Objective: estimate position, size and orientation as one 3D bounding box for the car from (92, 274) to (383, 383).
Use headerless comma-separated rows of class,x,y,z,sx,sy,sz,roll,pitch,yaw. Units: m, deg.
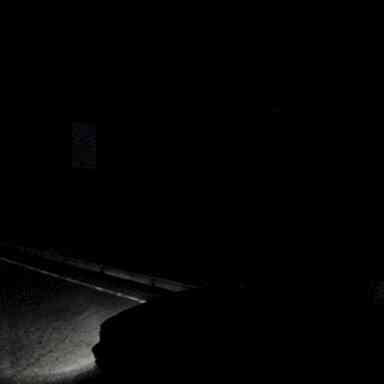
car,1.436,1.555,3.039,5.357,1.411,2.033,0,0,36
